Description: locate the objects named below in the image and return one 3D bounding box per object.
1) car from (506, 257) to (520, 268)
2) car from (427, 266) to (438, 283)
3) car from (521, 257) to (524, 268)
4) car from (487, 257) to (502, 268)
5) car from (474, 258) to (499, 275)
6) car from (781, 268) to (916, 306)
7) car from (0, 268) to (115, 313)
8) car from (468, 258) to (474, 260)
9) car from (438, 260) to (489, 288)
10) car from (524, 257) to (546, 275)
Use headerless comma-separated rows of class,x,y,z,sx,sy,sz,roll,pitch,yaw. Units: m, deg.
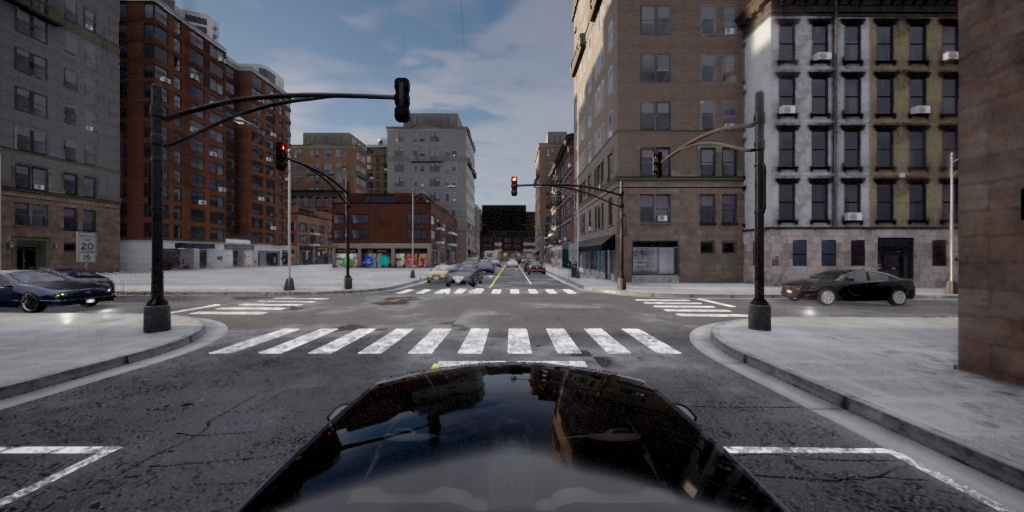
car,0.064,1.279,61.925,1.812,1.442,4.674,0,0,0
car,-5.405,1.276,27.928,1.751,1.417,4.829,0,0,0
car,2.609,1.066,45.089,2.192,1.841,5.009,0,0,0
car,-2.804,1.279,60.468,1.812,1.442,4.674,0,0,0
car,-2.875,1.299,40.034,2.033,1.411,5.357,0,0,0
car,14.763,1.310,15.905,5.008,1.535,1.882,0,0,-1
car,-17.810,1.216,12.894,5.357,1.411,2.033,0,0,0
car,-5.416,1.302,45.084,2.007,1.370,4.403,0,0,0
car,-3.082,1.242,24.017,2.128,1.511,4.902,0,0,4
car,2.613,1.191,39.427,1.967,1.591,4.097,0,0,0
